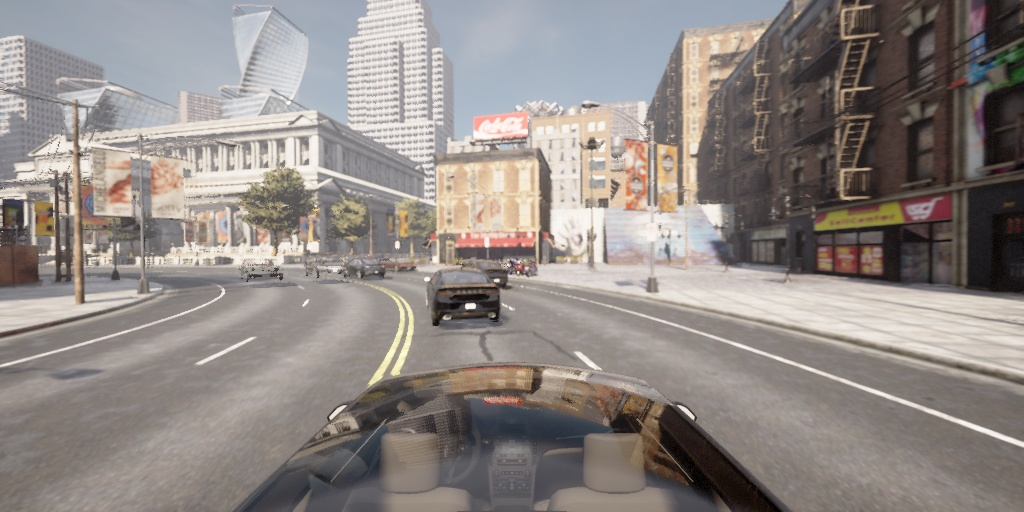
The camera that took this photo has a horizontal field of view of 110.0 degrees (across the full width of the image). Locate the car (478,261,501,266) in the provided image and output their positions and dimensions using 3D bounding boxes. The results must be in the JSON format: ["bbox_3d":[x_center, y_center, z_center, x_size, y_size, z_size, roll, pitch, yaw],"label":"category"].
[{"bbox_3d":[-1.917,0.999,20.624,1.837,1.490,4.892,0,1,-28],"label":"car"}]

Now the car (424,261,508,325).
[{"bbox_3d":[-1.731,1.101,11.508,1.882,1.535,5.008,0,1,-16],"label":"car"}]

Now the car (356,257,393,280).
[{"bbox_3d":[-11.428,0.959,27.640,2.128,1.511,4.902,-1,1,-43],"label":"car"}]

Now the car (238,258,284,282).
[{"bbox_3d":[-15.123,0.794,21.540,1.895,1.301,4.718,-1,1,-42],"label":"car"}]

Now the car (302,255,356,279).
[{"bbox_3d":[-12.526,0.670,23.884,2.128,1.511,4.902,-1,1,-42],"label":"car"}]
